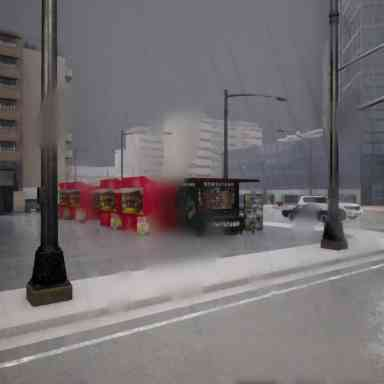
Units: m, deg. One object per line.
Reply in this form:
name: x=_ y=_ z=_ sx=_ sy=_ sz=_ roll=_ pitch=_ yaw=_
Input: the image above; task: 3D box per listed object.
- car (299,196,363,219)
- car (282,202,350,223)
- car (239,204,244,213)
car: x=12.004 y=1.339 z=29.432 sx=2.150 sy=2.045 sz=5.566 roll=0 pitch=-1 yaw=-36
car: x=9.675 y=1.707 z=26.702 sx=1.895 sy=1.301 sz=4.718 roll=0 pitch=-1 yaw=-37
car: x=4.515 y=1.825 z=39.742 sx=2.033 sy=1.411 sz=5.357 roll=0 pitch=-1 yaw=-36
